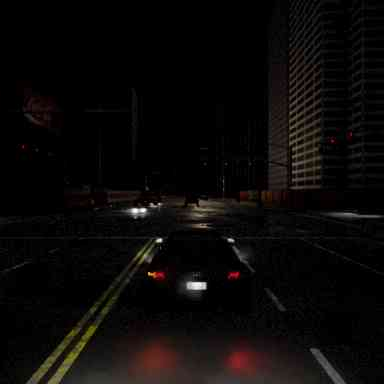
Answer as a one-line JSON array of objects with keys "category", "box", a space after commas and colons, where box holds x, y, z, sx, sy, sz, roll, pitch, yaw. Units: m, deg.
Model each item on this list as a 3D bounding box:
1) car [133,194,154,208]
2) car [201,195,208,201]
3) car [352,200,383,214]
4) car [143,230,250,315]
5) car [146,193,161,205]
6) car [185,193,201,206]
[{"category": "car", "box": [-7.223, 1.491, 48.041, 2.128, 1.511, 4.902, 0, 0, 0]}, {"category": "car", "box": [3.250, 1.525, 87.500, 2.128, 1.511, 4.902, 0, 0, 0]}, {"category": "car", "box": [19.619, 1.547, 34.452, 5.357, 1.411, 2.033, 0, 0, 0]}, {"category": "car", "box": [0.075, 1.564, 7.661, 1.994, 1.385, 4.181, 0, 0, 0]}, {"category": "car", "box": [-7.241, 1.221, 57.993, 2.150, 2.045, 5.566, 0, 0, 0]}, {"category": "car", "box": [-0.033, 1.221, 54.905, 2.150, 2.045, 5.566, 0, 0, 0]}]
